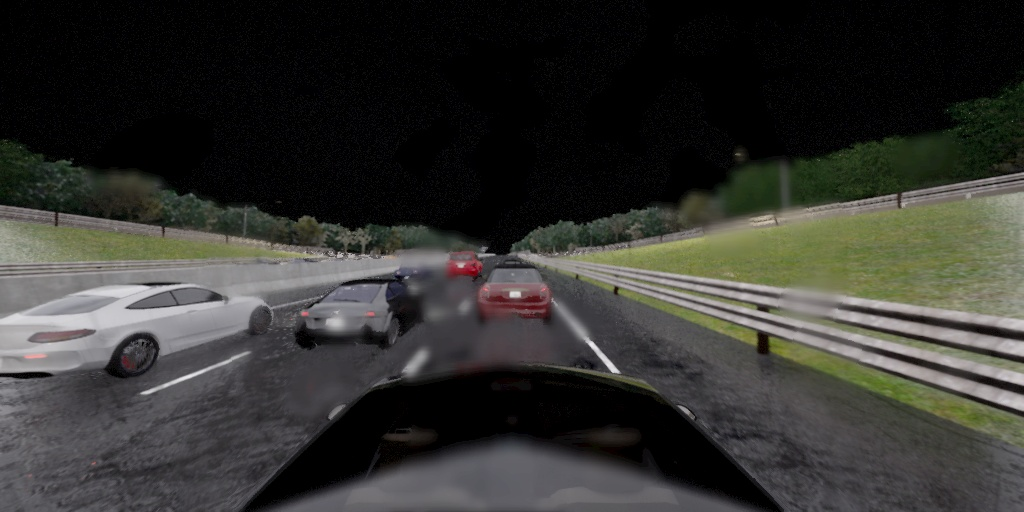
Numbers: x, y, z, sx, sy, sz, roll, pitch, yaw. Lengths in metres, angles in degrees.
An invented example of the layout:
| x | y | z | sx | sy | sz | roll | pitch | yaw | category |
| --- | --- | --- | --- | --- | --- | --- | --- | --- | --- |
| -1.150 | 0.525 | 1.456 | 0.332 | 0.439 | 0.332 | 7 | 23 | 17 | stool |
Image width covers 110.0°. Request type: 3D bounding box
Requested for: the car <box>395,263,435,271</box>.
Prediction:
| x | y | z | sx | sy | sz | roll | pitch | yaw | category |
| --- | --- | --- | --- | --- | --- | --- | --- | --- | --- |
| -6.956 | 1.140 | 26.155 | 1.895 | 1.301 | 4.718 | 0 | 0 | 0 | car |

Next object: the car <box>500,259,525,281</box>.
| x | y | z | sx | sy | sz | roll | pitch | yaw | category |
| --- | --- | --- | --- | --- | --- | --- | --- | --- | --- |
| 0.015 | 1.028 | 28.127 | 1.837 | 1.490 | 4.892 | 0 | 0 | -1 | car |

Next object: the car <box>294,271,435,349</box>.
| x | y | z | sx | sy | sz | roll | pitch | yaw | category |
| --- | --- | --- | --- | --- | --- | --- | --- | --- | --- |
| -3.416 | 1.248 | 8.970 | 1.994 | 1.385 | 4.181 | 0 | 1 | 0 | car |

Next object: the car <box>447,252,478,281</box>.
| x | y | z | sx | sy | sz | roll | pitch | yaw | category |
| --- | --- | --- | --- | --- | --- | --- | --- | --- | --- |
| -3.463 | 0.755 | 26.967 | 2.150 | 2.045 | 5.566 | 0 | 1 | -1 | car |

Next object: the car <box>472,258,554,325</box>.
| x | y | z | sx | sy | sz | roll | pitch | yaw | category |
| --- | --- | --- | --- | --- | --- | --- | --- | --- | --- |
| 0.089 | 1.012 | 11.555 | 2.097 | 1.767 | 4.553 | 0 | 0 | 0 | car |

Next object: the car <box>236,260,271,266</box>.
| x | y | z | sx | sy | sz | roll | pitch | yaw | category |
| --- | --- | --- | --- | --- | --- | --- | --- | --- | --- |
| -24.800 | 1.056 | 35.414 | 1.895 | 1.301 | 4.718 | 0 | 1 | -1 | car |

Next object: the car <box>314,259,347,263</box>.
| x | y | z | sx | sy | sz | roll | pitch | yaw | category |
| --- | --- | --- | --- | --- | --- | --- | --- | --- | --- |
| -17.824 | 1.011 | 36.605 | 1.994 | 1.385 | 4.181 | 0 | 0 | -1 | car |

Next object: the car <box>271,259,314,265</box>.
| x | y | z | sx | sy | sz | roll | pitch | yaw | category |
| --- | --- | --- | --- | --- | --- | --- | --- | --- | --- |
| -21.318 | 0.997 | 36.193 | 2.033 | 1.411 | 5.357 | 0 | 1 | -1 | car |

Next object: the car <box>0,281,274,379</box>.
| x | y | z | sx | sy | sz | roll | pitch | yaw | category |
| --- | --- | --- | --- | --- | --- | --- | --- | --- | --- |
| -6.924 | 1.227 | 7.078 | 1.812 | 1.442 | 4.674 | 0 | 1 | 0 | car |
